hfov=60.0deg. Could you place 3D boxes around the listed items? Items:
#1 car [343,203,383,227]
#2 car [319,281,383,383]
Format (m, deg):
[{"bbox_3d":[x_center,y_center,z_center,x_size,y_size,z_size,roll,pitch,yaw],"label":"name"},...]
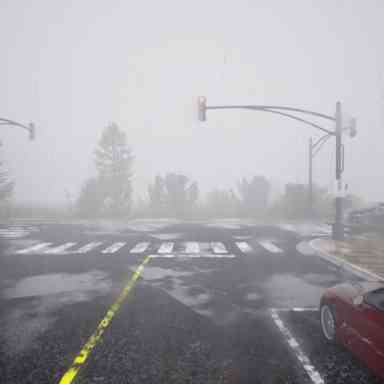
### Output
[{"bbox_3d":[12.453,1.443,21.658,4.902,1.511,2.128,0,1,-1],"label":"car"},{"bbox_3d":[2.813,1.581,3.545,1.802,1.307,4.206,-1,0,0],"label":"car"}]
